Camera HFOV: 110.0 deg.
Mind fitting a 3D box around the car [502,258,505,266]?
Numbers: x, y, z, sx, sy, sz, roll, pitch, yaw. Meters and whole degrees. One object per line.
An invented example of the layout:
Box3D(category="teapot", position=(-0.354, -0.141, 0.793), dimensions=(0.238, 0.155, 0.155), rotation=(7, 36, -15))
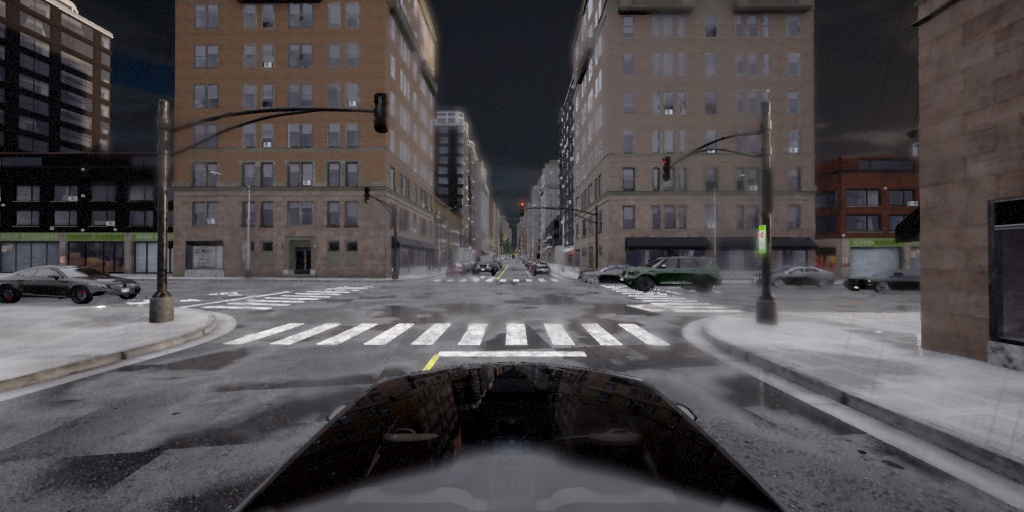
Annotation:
Box3D(category="car", position=(-2.525, 1.353, 58.170), dimensions=(1.895, 1.301, 4.718), rotation=(0, 0, 1))

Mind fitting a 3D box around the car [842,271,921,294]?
Box3D(category="car", position=(22.345, 1.529, 20.953), dimensions=(4.718, 1.301, 1.895), rotation=(0, -1, 0))

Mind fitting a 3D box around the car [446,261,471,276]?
Box3D(category="car", position=(-5.561, 1.336, 36.319), dimensions=(1.802, 1.307, 4.207), rotation=(0, 0, 1))

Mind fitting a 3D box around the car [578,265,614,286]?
Box3D(category="car", position=(7.089, 1.330, 24.796), dimensions=(4.902, 1.511, 2.128), rotation=(1, -1, 9))

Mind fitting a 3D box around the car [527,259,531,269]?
Box3D(category="car", position=(3.033, 1.298, 41.749), dimensions=(1.888, 1.381, 4.507), rotation=(0, 0, 1))

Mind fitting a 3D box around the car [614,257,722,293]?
Box3D(category="car", position=(9.239, 1.051, 21.035), dimensions=(5.566, 2.045, 2.150), rotation=(1, 0, 0))

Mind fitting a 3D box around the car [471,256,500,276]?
Box3D(category="car", position=(-2.784, 0.976, 37.826), dimensions=(2.150, 2.045, 5.566), rotation=(0, 0, 1))

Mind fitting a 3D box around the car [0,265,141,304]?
Box3D(category="car", position=(-17.929, 1.106, 14.506), dimensions=(4.674, 1.442, 1.812), rotation=(0, -1, 1))

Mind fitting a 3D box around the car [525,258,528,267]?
Box3D(category="car", position=(3.100, 1.303, 47.279), dimensions=(2.007, 1.370, 4.403), rotation=(0, 0, 1))

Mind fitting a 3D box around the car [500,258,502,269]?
Box3D(category="car", position=(-2.661, 1.258, 47.914), dimensions=(1.837, 1.490, 4.892), rotation=(0, 0, 1))

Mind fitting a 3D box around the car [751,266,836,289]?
Box3D(category="car", position=(18.903, 1.429, 24.222), dimensions=(4.902, 1.511, 2.128), rotation=(0, -1, 0))

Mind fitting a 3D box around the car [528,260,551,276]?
Box3D(category="car", position=(2.965, 1.319, 36.219), dimensions=(1.948, 1.339, 4.313), rotation=(0, 0, 1))

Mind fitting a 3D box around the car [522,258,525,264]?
Box3D(category="car", position=(3.303, 1.316, 63.870), dimensions=(1.948, 1.339, 4.313), rotation=(0, 0, 1))
